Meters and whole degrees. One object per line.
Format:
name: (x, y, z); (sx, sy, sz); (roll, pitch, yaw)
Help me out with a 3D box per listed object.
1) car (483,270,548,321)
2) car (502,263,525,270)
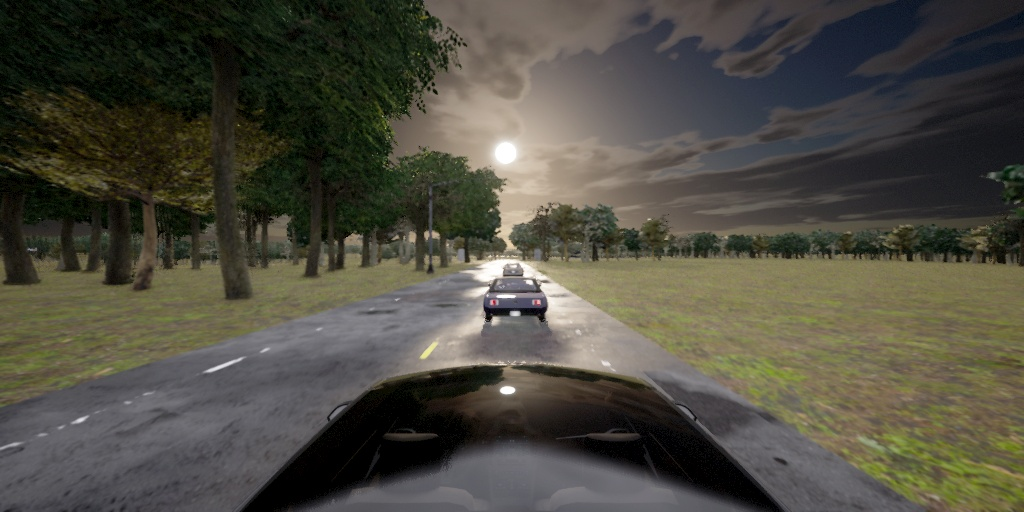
car: (0.095, 1.351, 12.407); (1.895, 1.301, 4.718); (0, 0, 0)
car: (0.093, 1.296, 30.528); (2.033, 1.411, 5.357); (0, 0, 0)
